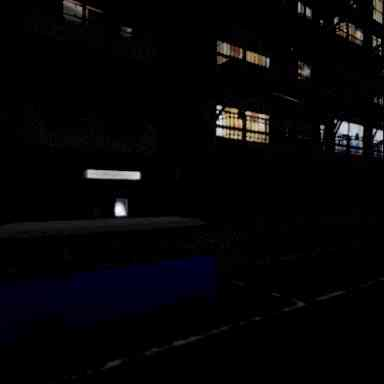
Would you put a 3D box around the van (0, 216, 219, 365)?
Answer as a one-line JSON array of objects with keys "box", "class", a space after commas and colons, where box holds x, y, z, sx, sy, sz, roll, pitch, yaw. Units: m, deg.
[{"box": [-1.414, 1.343, 5.543, 3.998, 1.788, 1.690, 0, 0, -35], "class": "van"}]
